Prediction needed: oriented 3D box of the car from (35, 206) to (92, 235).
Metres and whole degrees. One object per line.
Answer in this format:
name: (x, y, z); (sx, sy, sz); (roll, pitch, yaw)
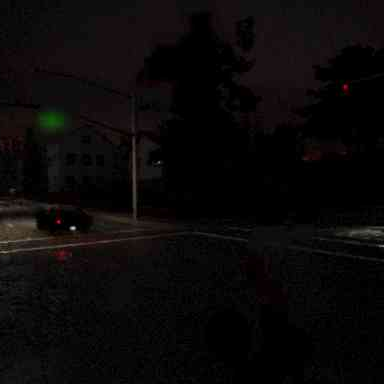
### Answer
car: (-6.891, 1.387, 17.508); (1.895, 1.301, 4.718); (-1, 1, -35)

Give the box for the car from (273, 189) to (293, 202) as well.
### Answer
car: (11.094, 0.389, 37.707); (1.970, 1.475, 3.806); (-1, 1, -35)
